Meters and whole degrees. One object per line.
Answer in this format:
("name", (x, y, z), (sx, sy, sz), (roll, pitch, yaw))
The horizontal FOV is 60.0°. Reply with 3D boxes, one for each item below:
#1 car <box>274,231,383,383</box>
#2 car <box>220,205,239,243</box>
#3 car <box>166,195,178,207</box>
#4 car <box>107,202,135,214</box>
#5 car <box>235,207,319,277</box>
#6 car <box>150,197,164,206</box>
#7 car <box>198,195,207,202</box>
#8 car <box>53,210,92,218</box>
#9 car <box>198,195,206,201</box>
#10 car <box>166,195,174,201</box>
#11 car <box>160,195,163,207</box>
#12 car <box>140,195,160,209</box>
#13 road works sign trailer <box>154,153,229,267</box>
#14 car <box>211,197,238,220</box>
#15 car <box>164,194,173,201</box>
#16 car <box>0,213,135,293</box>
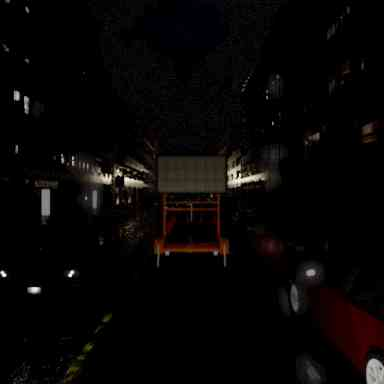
("car", (2.687, 1.545, 4.567), (1.887, 1.381, 4.507), (0, 0, 0))
("car", (2.673, 1.552, 15.839), (2.008, 1.369, 4.403), (0, 0, 0))
("car", (-3.156, 1.543, 50.488), (2.033, 1.411, 5.357), (0, 0, 0))
("car", (-5.722, 1.526, 26.935), (1.752, 1.417, 4.829), (0, 0, 0))
("car", (2.680, 1.441, 10.204), (1.967, 1.590, 4.097), (0, 0, 0))
("car", (-5.758, 1.577, 55.288), (1.802, 1.307, 4.206), (0, 0, 0))
("car", (2.595, 1.512, 78.010), (1.752, 1.417, 4.829), (0, 0, 0))
("car", (-5.708, 1.567, 15.832), (1.947, 1.339, 4.313), (0, 0, 0))
("car", (2.581, 1.527, 89.112), (1.887, 1.381, 4.507), (0, 0, 0))
("car", (-5.800, 1.527, 89.106), (1.887, 1.381, 4.507), (0, 0, 0))
("car", (-5.749, 1.311, 49.652), (2.192, 1.841, 5.009), (0, 0, 0))
("car", (-5.743, 1.438, 44.015), (1.967, 1.590, 4.097), (0, 0, 0))
("road works sign trailer", (-0.013, 0.466, 11.333), (2.380, 3.560, 2.880), (0, 0, 0))
("car", (2.660, 1.316, 27.112), (2.192, 1.841, 5.009), (0, 0, 0))
("car", (-5.793, 1.425, 83.469), (1.967, 1.590, 4.097), (0, 0, 0))
("car", (-3.114, 1.548, 9.230), (2.033, 1.411, 5.357), (0, 0, 0))
